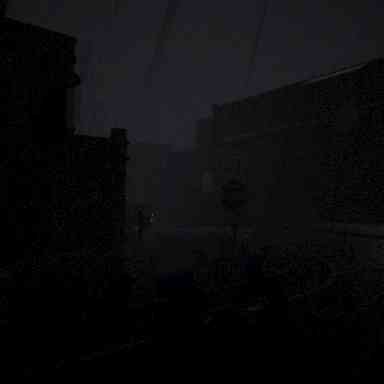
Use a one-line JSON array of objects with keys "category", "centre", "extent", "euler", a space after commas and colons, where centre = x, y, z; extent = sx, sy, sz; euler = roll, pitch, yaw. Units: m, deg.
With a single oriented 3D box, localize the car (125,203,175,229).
[{"category": "car", "centre": [-3.549, 1.902, 26.158], "extent": [2.150, 2.045, 5.566], "euler": [1, -6, -37]}]
